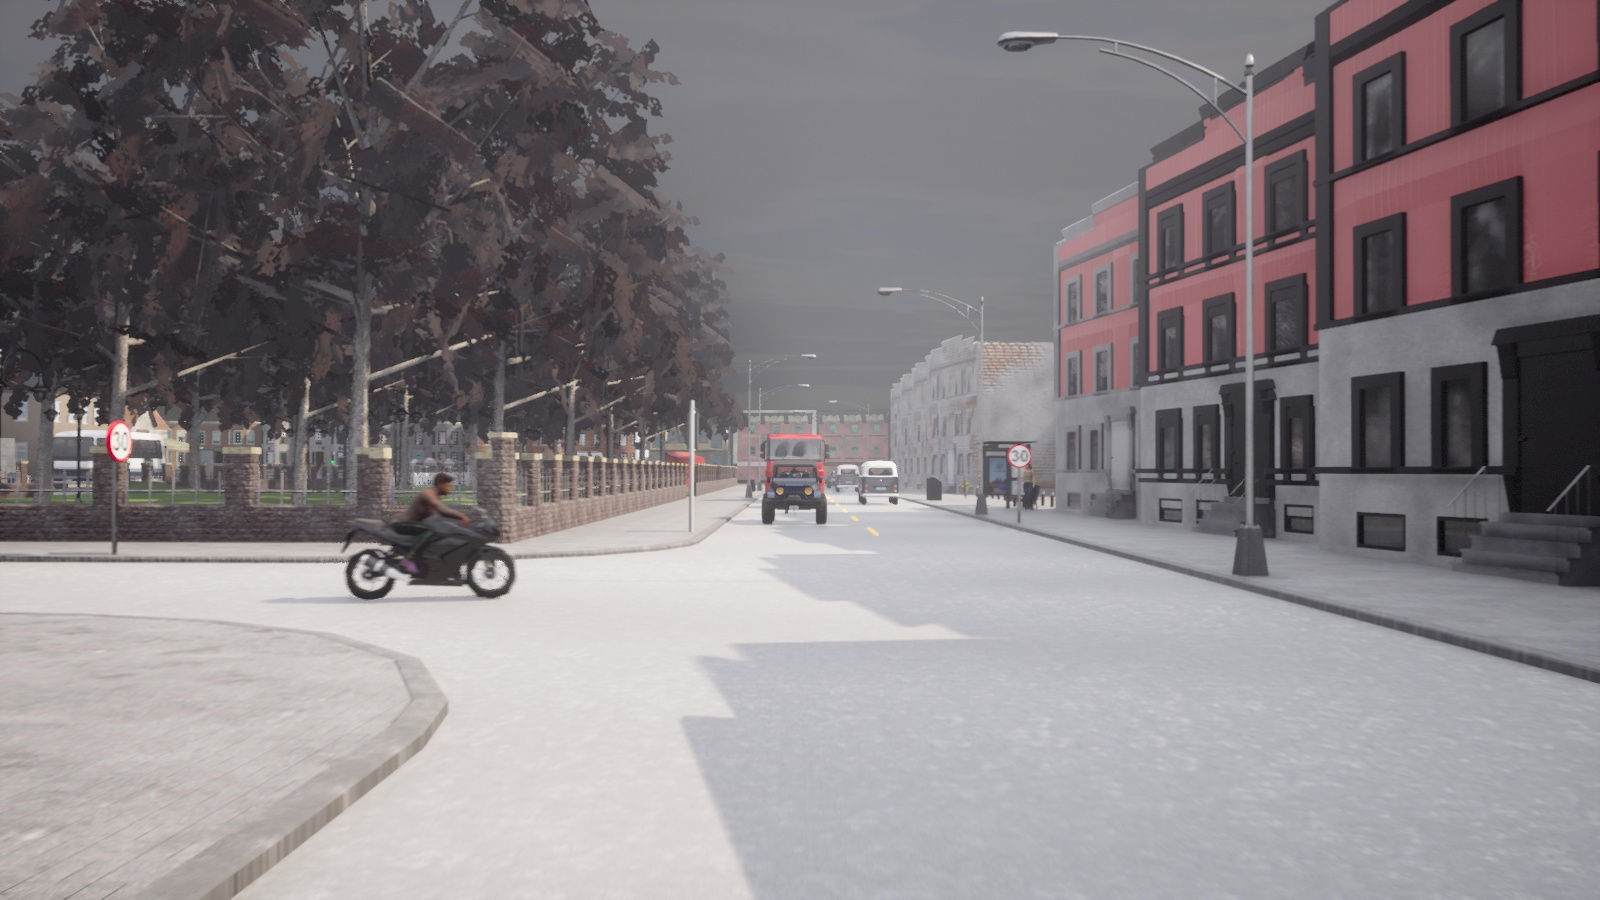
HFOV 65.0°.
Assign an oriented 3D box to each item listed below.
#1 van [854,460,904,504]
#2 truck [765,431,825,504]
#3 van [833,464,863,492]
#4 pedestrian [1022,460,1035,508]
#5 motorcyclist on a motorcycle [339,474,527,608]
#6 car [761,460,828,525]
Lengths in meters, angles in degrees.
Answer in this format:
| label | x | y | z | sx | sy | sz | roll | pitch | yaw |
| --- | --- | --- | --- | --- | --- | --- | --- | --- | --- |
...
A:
| label | x | y | z | sx | sy | sz | roll | pitch | yaw |
| --- | --- | --- | --- | --- | --- | --- | --- | --- | --- |
| van | 3.755 | 1.536 | 60.512 | 2.069 | 2.038 | 4.480 | 0 | -1 | 0 |
| truck | -0.263 | 0.913 | 64.437 | 2.891 | 3.462 | 7.936 | 0 | -1 | 0 |
| van | 3.596 | 2.113 | 94.953 | 2.069 | 2.038 | 4.480 | 0 | -1 | 0 |
| pedestrian | 8.778 | 1.298 | 48.279 | 0.345 | 1.836 | 0.594 | -1 | -1 | 25 |
| motorcyclist on a motorcycle | -4.330 | 1.065 | 14.967 | 2.044 | 1.523 | 0.797 | 0 | -2 | -7 |
| car | -0.145 | 1.250 | 38.147 | 1.905 | 1.878 | 3.866 | 0 | -1 | 0 |
